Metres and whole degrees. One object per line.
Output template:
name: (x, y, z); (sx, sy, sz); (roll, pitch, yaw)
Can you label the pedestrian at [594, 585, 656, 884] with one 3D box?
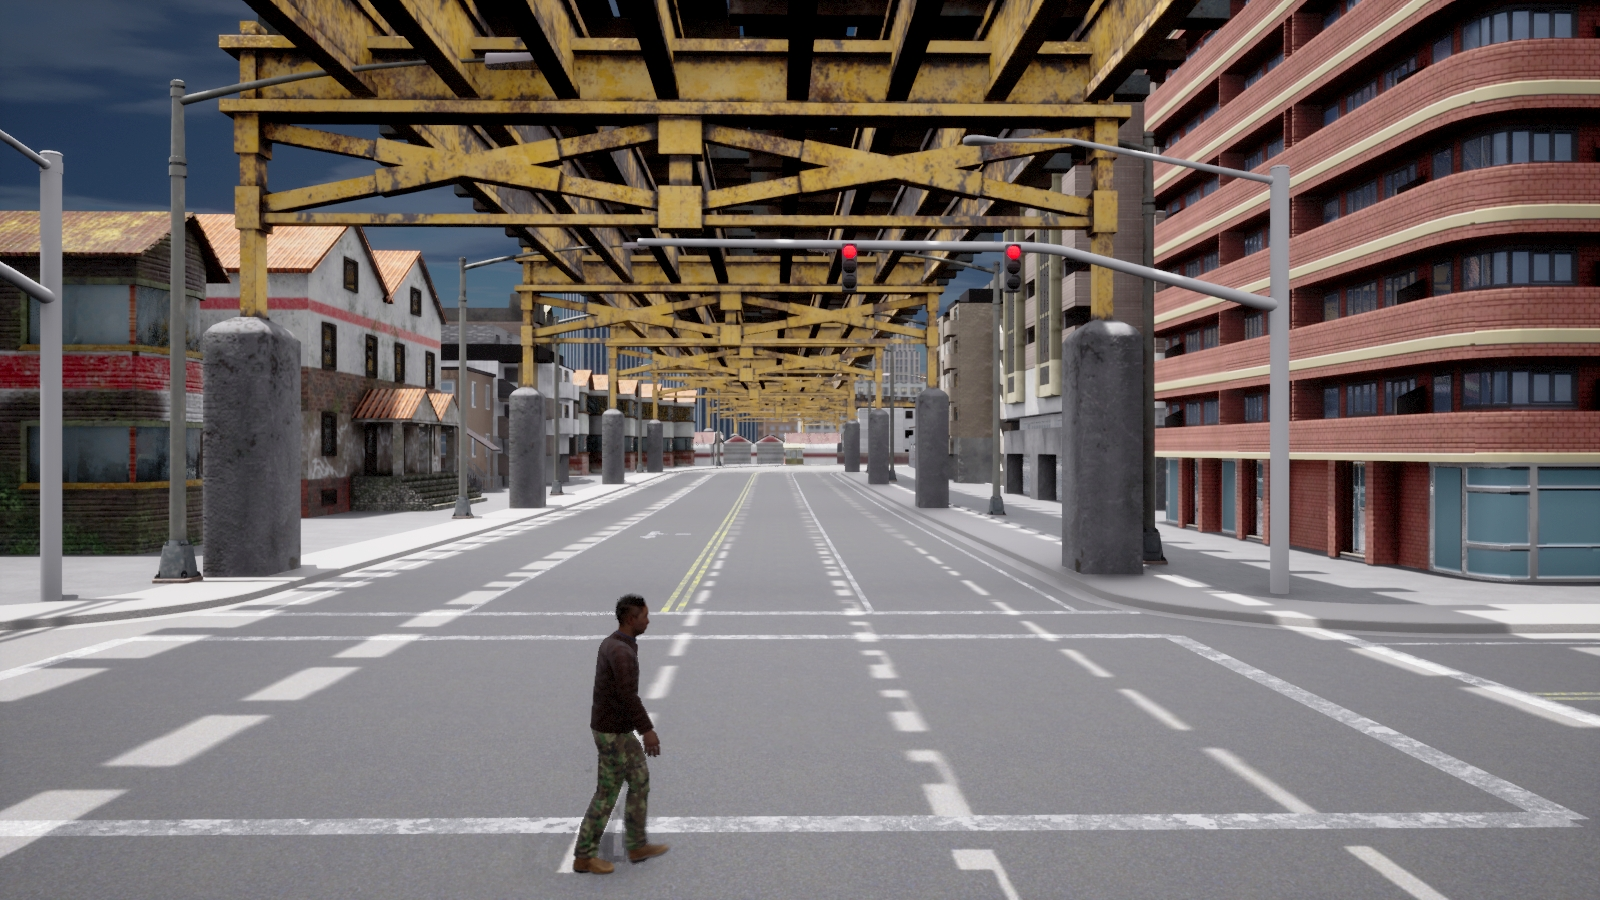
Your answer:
pedestrian: (-1.161, 1.848, 7.543); (0.375, 1.860, 0.375); (0, 0, -13)
